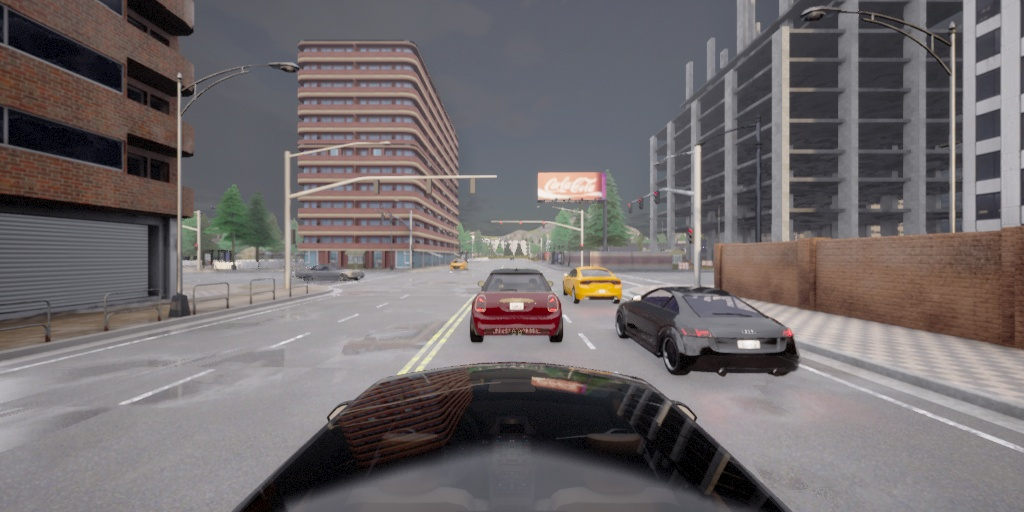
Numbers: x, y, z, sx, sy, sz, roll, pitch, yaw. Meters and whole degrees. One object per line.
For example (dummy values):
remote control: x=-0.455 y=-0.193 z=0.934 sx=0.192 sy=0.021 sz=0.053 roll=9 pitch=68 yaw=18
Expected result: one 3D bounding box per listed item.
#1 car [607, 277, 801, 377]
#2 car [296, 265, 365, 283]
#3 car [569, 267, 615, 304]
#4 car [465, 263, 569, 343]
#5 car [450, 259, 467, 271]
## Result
car: x=3.599 y=1.311 z=7.456 sx=1.994 sy=1.385 sz=4.181 roll=0 pitch=0 yaw=0
car: x=-13.890 y=1.338 z=27.660 sx=4.718 sy=1.301 sz=1.895 roll=0 pitch=0 yaw=7
car: x=3.501 y=1.220 z=16.389 sx=1.882 sy=1.535 sz=5.008 roll=0 pitch=0 yaw=0
car: x=0.101 y=1.098 z=9.861 sx=2.097 sy=1.767 sz=4.553 roll=0 pitch=0 yaw=0
car: x=-7.097 y=1.204 z=48.137 sx=1.882 sy=1.535 sz=5.008 roll=0 pitch=0 yaw=0
